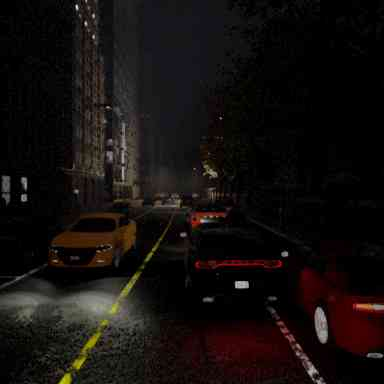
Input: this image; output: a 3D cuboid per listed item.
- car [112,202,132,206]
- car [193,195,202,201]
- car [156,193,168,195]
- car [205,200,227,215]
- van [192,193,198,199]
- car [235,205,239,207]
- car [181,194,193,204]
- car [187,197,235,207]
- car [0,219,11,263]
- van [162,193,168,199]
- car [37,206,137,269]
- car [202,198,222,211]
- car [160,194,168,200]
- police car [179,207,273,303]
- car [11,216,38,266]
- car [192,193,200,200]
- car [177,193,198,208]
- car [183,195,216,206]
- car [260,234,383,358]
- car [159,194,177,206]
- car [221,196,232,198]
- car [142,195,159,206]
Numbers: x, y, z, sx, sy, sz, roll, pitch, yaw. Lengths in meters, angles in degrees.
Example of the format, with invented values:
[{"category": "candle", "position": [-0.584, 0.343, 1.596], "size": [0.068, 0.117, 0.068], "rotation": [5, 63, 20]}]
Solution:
[{"category": "car", "position": [-5.993, 1.530, 28.341], "size": [1.947, 1.339, 4.313], "rotation": [0, 0, -1]}, {"category": "car", "position": [1.281, 1.369, 78.323], "size": [2.008, 1.369, 4.403], "rotation": [0, 0, -1]}, {"category": "car", "position": [-7.107, 1.149, 72.813], "size": [2.192, 1.841, 5.009], "rotation": [0, 0, -1]}, {"category": "car", "position": [2.397, 1.533, 33.860], "size": [1.802, 1.307, 4.206], "rotation": [0, 0, -1]}, {"category": "van", "position": [0.865, 1.101, 94.997], "size": [1.690, 1.788, 3.998], "rotation": [0, 0, -1]}, {"category": "car", "position": [2.650, 1.560, 22.735], "size": [1.802, 1.307, 4.206], "rotation": [0, 0, -1]}, {"category": "car", "position": [-0.945, 1.227, 59.606], "size": [2.097, 1.767, 4.553], "rotation": [0, 0, -1]}, {"category": "car", "position": [0.906, 1.337, 18.350], "size": [2.097, 1.767, 4.553], "rotation": [0, 0, 0]}, {"category": "car", "position": [-5.824, 1.314, 6.033], "size": [2.192, 1.841, 5.009], "rotation": [0, 0, 0]}, {"category": "van", "position": [-7.664, 1.099, 95.048], "size": [1.690, 1.788, 3.998], "rotation": [0, 0, -1]}, {"category": "car", "position": [-3.098, 1.472, 11.294], "size": [1.882, 1.535, 5.008], "rotation": [0, 0, 0]}, {"category": "car", "position": [2.258, 1.486, 39.417], "size": [2.008, 1.369, 4.403], "rotation": [0, 0, -1]}, {"category": "car", "position": [-7.527, 1.330, 89.490], "size": [2.008, 1.369, 4.403], "rotation": [0, 0, -1]}, {"category": "police car", "position": [0.739, 1.422, 8.423], "size": [1.930, 1.638, 5.238], "rotation": [0, 0, -3]}, {"category": "car", "position": [-5.817, 1.560, 11.595], "size": [1.947, 1.339, 4.313], "rotation": [0, 0, 0]}, {"category": "car", "position": [1.003, 1.221, 89.440], "size": [1.967, 1.590, 4.097], "rotation": [0, 0, -1]}, {"category": "car", "position": [-0.597, 1.266, 46.379], "size": [2.097, 1.767, 4.553], "rotation": [0, 0, -1]}, {"category": "car", "position": [0.696, 1.326, 24.399], "size": [2.097, 1.767, 4.553], "rotation": [0, 0, 1]}, {"category": "car", "position": [2.701, 1.544, 6.077], "size": [1.887, 1.381, 4.507], "rotation": [0, 0, 0]}, {"category": "car", "position": [-3.890, 1.417, 53.846], "size": [1.812, 1.442, 4.674], "rotation": [0, 0, -1]}, {"category": "car", "position": [2.538, 1.281, 28.300], "size": [2.192, 1.841, 5.009], "rotation": [0, 0, -1]}, {"category": "car", "position": [-6.551, 1.483, 50.581], "size": [1.802, 1.307, 4.206], "rotation": [0, 0, -1]}]
